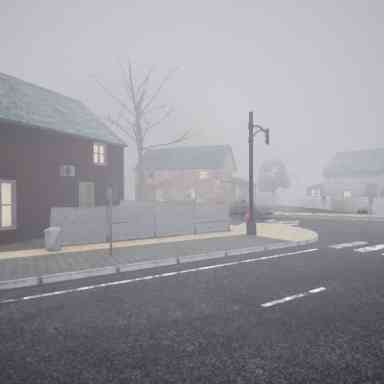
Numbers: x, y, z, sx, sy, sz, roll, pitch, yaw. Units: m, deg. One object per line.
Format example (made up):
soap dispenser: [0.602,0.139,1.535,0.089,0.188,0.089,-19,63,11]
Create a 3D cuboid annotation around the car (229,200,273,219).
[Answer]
car: [3.961,1.405,27.488,5.357,1.411,2.033,0,0,17]
